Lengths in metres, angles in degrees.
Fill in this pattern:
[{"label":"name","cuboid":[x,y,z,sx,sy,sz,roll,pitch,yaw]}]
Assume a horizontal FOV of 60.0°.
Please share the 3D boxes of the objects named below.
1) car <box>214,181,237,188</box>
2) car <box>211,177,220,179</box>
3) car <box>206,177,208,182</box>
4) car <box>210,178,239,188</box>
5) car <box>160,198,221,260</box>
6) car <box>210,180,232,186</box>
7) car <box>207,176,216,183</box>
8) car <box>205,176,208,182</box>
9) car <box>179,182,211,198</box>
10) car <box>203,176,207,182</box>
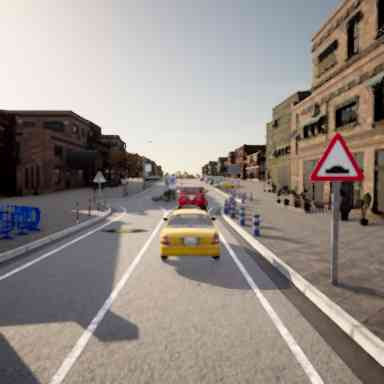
[{"label":"car","cuboid":[7.042,-1.601,71.139,4.674,1.452,2.002,0,4,-2]},{"label":"car","cuboid":[6.931,-1.949,73.876,4.553,1.767,2.185,0,4,-2]},{"label":"car","cuboid":[6.730,-2.349,82.132,5.008,1.535,2.097,0,4,-2]},{"label":"car","cuboid":[6.929,-1.458,68.381,5.366,1.575,1.946,0,4,-2]},{"label":"car","cuboid":[-0.084,1.222,11.431,1.801,1.575,5.366,0,1,-1]},{"label":"car","cuboid":[6.816,-2.178,79.383,5.008,1.535,2.097,0,4,-2]},{"label":"car","cuboid":[6.916,-2.253,76.618,5.566,2.045,2.435,0,4,-2]},{"label":"car","cuboid":[6.590,-2.680,87.633,4.892,1.521,2.231,0,3,-2]},{"label":"car","cuboid":[0.192,0.469,28.278,2.150,2.045,5.566,0,2,5]},{"label":"car","cuboid":[6.437,-2.999,93.133,5.008,1.535,2.097,0,3,-2]}]
